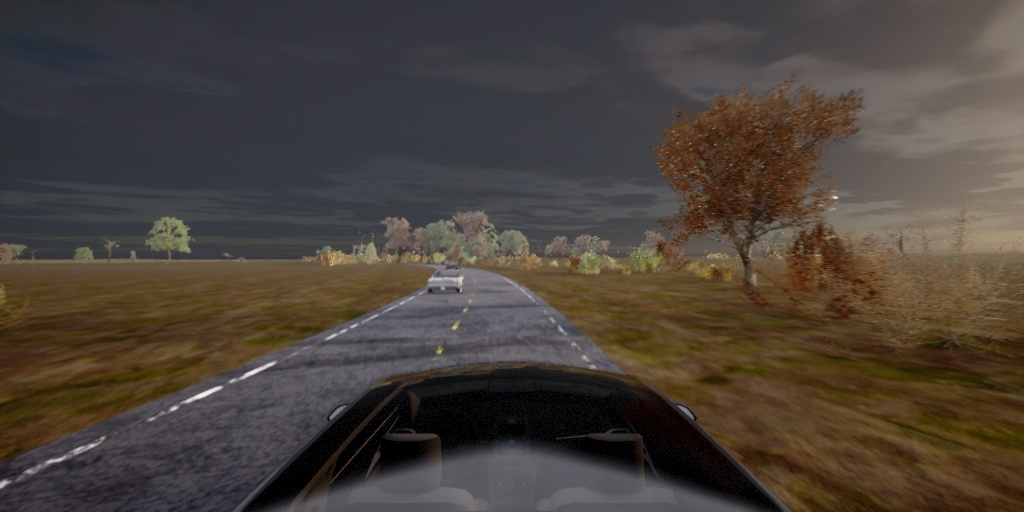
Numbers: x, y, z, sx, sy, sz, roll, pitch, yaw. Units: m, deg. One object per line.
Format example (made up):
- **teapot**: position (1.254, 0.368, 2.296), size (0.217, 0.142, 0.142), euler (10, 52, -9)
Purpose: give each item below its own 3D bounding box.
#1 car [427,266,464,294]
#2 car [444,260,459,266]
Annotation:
- **car**: position (-3.965, 1.504, 22.017), size (1.895, 1.301, 4.718), euler (0, 0, -5)
- **car**: position (-10.300, 1.776, 62.633), size (2.033, 1.411, 5.357), euler (0, 0, -13)
